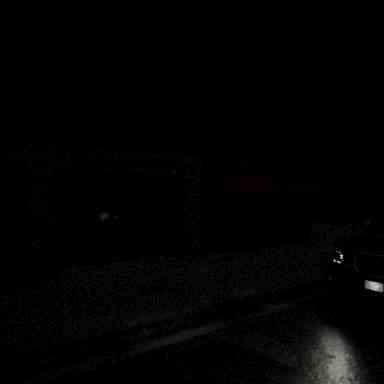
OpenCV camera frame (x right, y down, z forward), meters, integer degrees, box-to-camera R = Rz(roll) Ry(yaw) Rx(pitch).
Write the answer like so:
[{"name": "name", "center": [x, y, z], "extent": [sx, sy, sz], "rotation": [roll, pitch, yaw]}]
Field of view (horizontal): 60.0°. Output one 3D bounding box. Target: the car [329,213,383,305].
[{"name": "car", "center": [5.291, 1.216, 7.152], "extent": [5.566, 2.045, 2.150], "rotation": [0, 0, -36]}]
